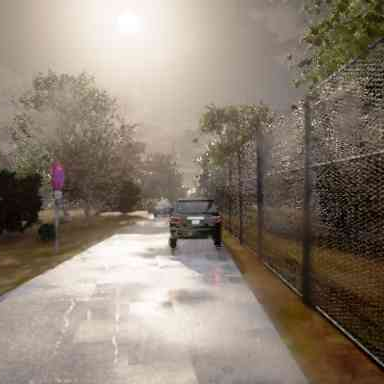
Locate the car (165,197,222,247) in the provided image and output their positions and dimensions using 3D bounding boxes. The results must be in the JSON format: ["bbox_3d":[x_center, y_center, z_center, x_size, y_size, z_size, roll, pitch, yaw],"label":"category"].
[{"bbox_3d":[0.123,1.269,15.502,2.150,2.045,5.566,-1,0,0],"label":"car"}]

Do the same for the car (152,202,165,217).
[{"bbox_3d":[-2.923,1.788,34.412,1.837,1.490,4.892,0,-1,0],"label":"car"}]

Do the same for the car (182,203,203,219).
[{"bbox_3d":[0.031,1.821,32.873,1.994,1.385,4.181,0,-1,0],"label":"car"}]

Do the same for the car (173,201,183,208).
[{"bbox_3d":[-3.134,2.847,75.041,2.033,1.411,5.357,0,-2,-1],"label":"car"}]
